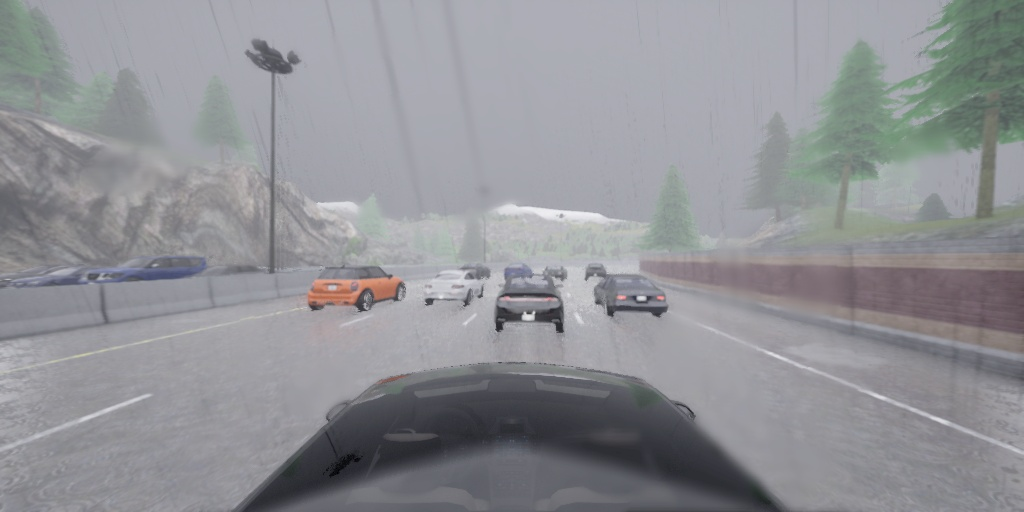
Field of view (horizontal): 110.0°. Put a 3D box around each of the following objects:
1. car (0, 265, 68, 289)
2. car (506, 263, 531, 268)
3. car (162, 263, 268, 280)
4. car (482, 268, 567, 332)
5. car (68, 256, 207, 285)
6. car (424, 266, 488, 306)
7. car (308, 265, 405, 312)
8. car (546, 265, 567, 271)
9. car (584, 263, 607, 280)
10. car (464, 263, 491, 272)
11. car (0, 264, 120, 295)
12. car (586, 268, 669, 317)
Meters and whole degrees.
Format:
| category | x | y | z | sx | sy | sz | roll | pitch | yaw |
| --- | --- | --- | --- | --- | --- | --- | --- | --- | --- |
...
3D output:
| category | x | y | z | sx | sy | sz | roll | pitch | yaw |
| --- | --- | --- | --- | --- | --- | --- | --- | --- | --- |
| car | -23.422 | 1.284 | 19.387 | 1.812 | 1.442 | 4.674 | 0 | 0 | 7 |
| car | 0.629 | 1.379 | 33.582 | 1.882 | 1.535 | 5.008 | 0 | 0 | 14 |
| car | -16.236 | 1.291 | 20.344 | 1.837 | 1.490 | 4.892 | 0 | 0 | 8 |
| car | 0.568 | 1.287 | 11.073 | 2.128 | 1.511 | 4.902 | 0 | 0 | 4 |
| car | -19.838 | 0.996 | 19.892 | 2.150 | 2.045 | 5.566 | 0 | -1 | 7 |
| car | -2.480 | 1.335 | 16.053 | 1.812 | 1.442 | 4.674 | 0 | 0 | 6 |
| car | -6.120 | 1.144 | 14.732 | 2.097 | 1.767 | 4.553 | 0 | 0 | 5 |
| car | 3.983 | 1.509 | 32.687 | 1.895 | 1.301 | 4.718 | 0 | 0 | 14 |
| car | 7.948 | 1.432 | 34.004 | 1.837 | 1.490 | 4.892 | 0 | 0 | 14 |
| car | -3.256 | 1.375 | 32.320 | 2.128 | 1.511 | 4.902 | 0 | 0 | 12 |
| car | -26.741 | 1.246 | 20.908 | 2.128 | 1.511 | 4.902 | 0 | 0 | 7 |
| car | 4.250 | 1.367 | 13.580 | 2.033 | 1.411 | 5.357 | 0 | 0 | 6 |
